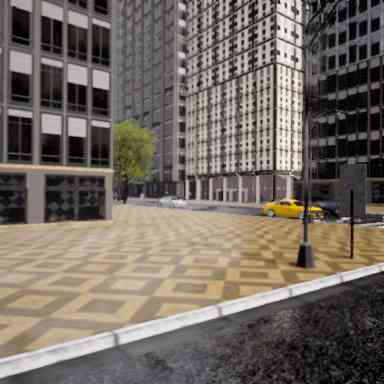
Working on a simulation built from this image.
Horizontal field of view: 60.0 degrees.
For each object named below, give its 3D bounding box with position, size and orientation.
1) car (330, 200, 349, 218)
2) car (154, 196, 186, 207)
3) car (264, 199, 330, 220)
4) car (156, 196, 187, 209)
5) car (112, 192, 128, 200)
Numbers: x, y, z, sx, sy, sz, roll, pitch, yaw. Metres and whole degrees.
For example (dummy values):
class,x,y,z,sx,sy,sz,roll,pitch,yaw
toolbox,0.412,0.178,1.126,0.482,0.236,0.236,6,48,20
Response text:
class,x,y,z,sx,sy,sz,roll,pitch,yaw
car,10.767,1.479,29.231,2.033,1.411,5.357,1,0,-37
car,-3.240,1.282,48.054,2.033,1.411,5.357,1,0,-36
car,8.216,1.388,27.216,1.882,1.535,5.008,1,0,-37
car,-2.454,1.287,41.541,1.812,1.442,4.674,1,0,-37
car,-12.176,0.833,54.746,1.837,1.490,4.892,1,0,-37
